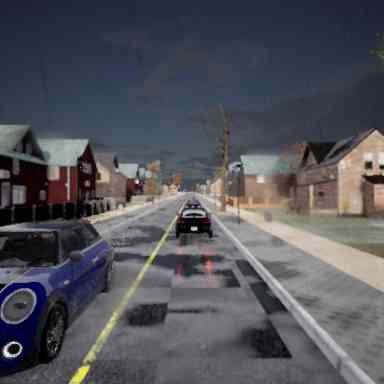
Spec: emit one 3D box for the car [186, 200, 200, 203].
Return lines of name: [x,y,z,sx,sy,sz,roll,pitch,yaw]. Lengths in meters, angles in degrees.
car: [0.099,1.555,36.423,2.033,1.411,5.357,0,0,0]

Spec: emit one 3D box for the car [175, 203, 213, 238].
car: [0.100,1.531,17.727,1.812,1.442,4.674,0,0,0]

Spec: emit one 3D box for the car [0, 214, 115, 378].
car: [-2.846,1.354,5.835,2.097,1.767,4.553,0,0,0]
